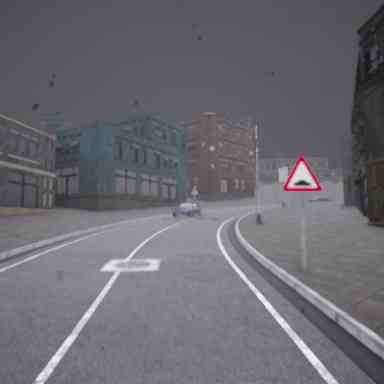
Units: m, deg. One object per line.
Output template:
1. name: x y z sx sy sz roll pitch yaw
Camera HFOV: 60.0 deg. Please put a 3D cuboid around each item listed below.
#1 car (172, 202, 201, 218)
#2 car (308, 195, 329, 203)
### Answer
1. car: -0.443 1.759 33.744 1.812 1.442 4.674 -2 -1 20
2. car: 25.113 1.343 65.951 4.553 1.767 2.097 -1 -4 -33
